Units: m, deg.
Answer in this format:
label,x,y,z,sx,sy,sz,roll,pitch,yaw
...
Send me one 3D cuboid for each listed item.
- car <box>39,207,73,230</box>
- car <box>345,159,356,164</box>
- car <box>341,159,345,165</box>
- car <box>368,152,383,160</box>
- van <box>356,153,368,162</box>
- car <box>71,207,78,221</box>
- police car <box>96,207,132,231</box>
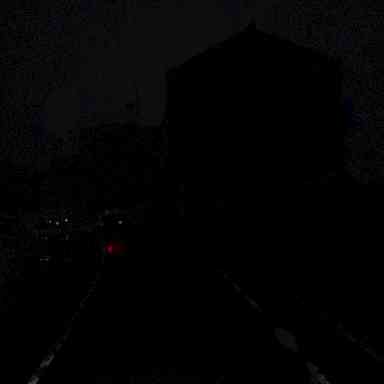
label,x,y,z,sx,sy,sz,roll,pitch,yaw
car,-11.527,2.245,27.602,1.837,1.490,4.892,-1,-2,-30
car,30.401,-5.307,61.157,2.002,1.452,4.674,0,1,7
car,31.055,-5.683,66.600,2.435,2.045,5.566,0,1,7
car,29.084,-5.160,50.196,2.231,1.521,4.892,0,1,7
van,29.727,-5.481,55.551,1.878,1.987,4.442,0,1,7
car,-15.104,2.516,38.889,2.097,1.767,4.553,-2,-1,-41
police car,-5.846,1.919,24.598,1.930,1.638,5.238,-1,-2,-24
